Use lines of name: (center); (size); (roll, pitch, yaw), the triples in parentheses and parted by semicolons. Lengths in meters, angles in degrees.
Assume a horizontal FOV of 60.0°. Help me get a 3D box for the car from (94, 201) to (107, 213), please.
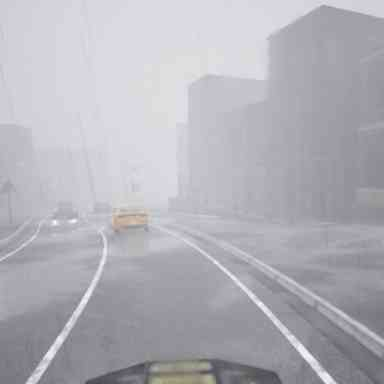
car: (-10.698, 1.744, 39.897); (1.994, 1.385, 4.181); (-1, 0, -14)

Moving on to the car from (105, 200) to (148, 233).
car: (-3.969, 1.503, 20.336); (1.882, 1.535, 5.008); (-2, 0, -19)

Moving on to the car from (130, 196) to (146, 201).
car: (-11.705, 1.723, 72.385); (1.837, 1.490, 4.892); (1, 0, 22)

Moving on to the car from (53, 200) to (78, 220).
car: (-12.038, 1.592, 31.732); (2.097, 1.767, 4.553); (-2, 0, -19)
